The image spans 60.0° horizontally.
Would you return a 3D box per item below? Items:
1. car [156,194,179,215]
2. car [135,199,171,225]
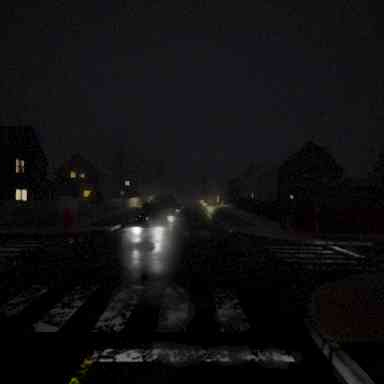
[{"bbox_3d":[-2.887,1.267,35.345,2.150,2.045,5.566,0,0,0],"label":"car"},{"bbox_3d":[-2.903,1.526,24.490,1.837,1.490,4.892,0,0,1],"label":"car"}]
